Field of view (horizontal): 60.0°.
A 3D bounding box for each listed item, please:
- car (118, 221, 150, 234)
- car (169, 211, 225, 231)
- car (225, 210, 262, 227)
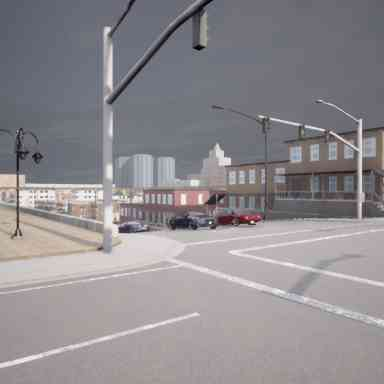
[{"bbox_3d":[-5.826,3.505,32.134,1.812,1.442,4.674,0,-12,-37],"label":"car"},{"bbox_3d":[0.042,2.054,24.162,1.994,1.385,4.181,0,-4,-36],"label":"car"},{"bbox_3d":[3.122,2.077,26.218,1.895,1.301,4.718,0,-4,-36],"label":"car"}]
